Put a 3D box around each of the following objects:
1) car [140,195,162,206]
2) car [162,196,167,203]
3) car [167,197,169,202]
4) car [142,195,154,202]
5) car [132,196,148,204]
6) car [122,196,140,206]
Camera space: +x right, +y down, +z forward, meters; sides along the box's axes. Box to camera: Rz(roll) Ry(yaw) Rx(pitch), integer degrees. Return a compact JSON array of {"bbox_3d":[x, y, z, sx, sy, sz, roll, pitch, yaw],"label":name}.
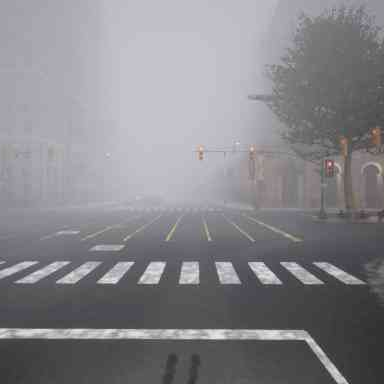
[{"bbox_3d":[-6.638,1.352,54.154,2.097,1.767,4.553,0,0,1],"label":"car"},{"bbox_3d":[-6.538,1.492,63.295,2.128,1.511,4.902,0,0,2],"label":"car"},{"bbox_3d":[-6.323,1.524,73.568,1.812,1.442,4.674,0,0,1],"label":"car"},{"bbox_3d":[-9.806,1.524,74.555,1.812,1.442,4.674,0,0,1],"label":"car"},{"bbox_3d":[-10.008,1.547,64.597,2.033,1.411,5.357,0,0,2],"label":"car"},{"bbox_3d":[-10.121,1.601,54.840,1.895,1.301,4.718,0,0,1],"label":"car"}]
